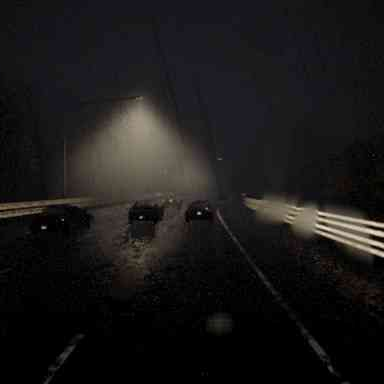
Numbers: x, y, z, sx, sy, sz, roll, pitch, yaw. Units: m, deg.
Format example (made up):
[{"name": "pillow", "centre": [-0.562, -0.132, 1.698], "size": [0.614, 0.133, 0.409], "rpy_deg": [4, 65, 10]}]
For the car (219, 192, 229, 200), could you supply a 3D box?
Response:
[{"name": "car", "centre": [6.643, 0.864, 69.936], "size": [1.837, 1.490, 4.892], "rpy_deg": [0, 0, 7]}]

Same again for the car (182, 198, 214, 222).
[{"name": "car", "centre": [0.549, 1.392, 24.302], "size": [1.994, 1.385, 4.181], "rpy_deg": [0, 0, 2]}]

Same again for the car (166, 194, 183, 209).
[{"name": "car", "centre": [-2.276, 1.076, 39.920], "size": [2.097, 1.767, 4.553], "rpy_deg": [0, 0, 3]}]

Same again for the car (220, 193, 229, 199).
[{"name": "car", "centre": [7.614, 0.902, 78.279], "size": [1.994, 1.385, 4.181], "rpy_deg": [0, 0, 6]}]

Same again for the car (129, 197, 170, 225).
[{"name": "car", "centre": [-3.007, 1.329, 22.646], "size": [2.128, 1.511, 4.902], "rpy_deg": [0, 0, 2]}]

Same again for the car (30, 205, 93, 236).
[{"name": "car", "centre": [-6.655, 1.398, 17.366], "size": [1.812, 1.442, 4.674], "rpy_deg": [0, 0, 1]}]

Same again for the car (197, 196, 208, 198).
[{"name": "car", "centre": [1.320, 1.263, 41.770], "size": [2.033, 1.411, 5.357], "rpy_deg": [0, 0, 3]}]
